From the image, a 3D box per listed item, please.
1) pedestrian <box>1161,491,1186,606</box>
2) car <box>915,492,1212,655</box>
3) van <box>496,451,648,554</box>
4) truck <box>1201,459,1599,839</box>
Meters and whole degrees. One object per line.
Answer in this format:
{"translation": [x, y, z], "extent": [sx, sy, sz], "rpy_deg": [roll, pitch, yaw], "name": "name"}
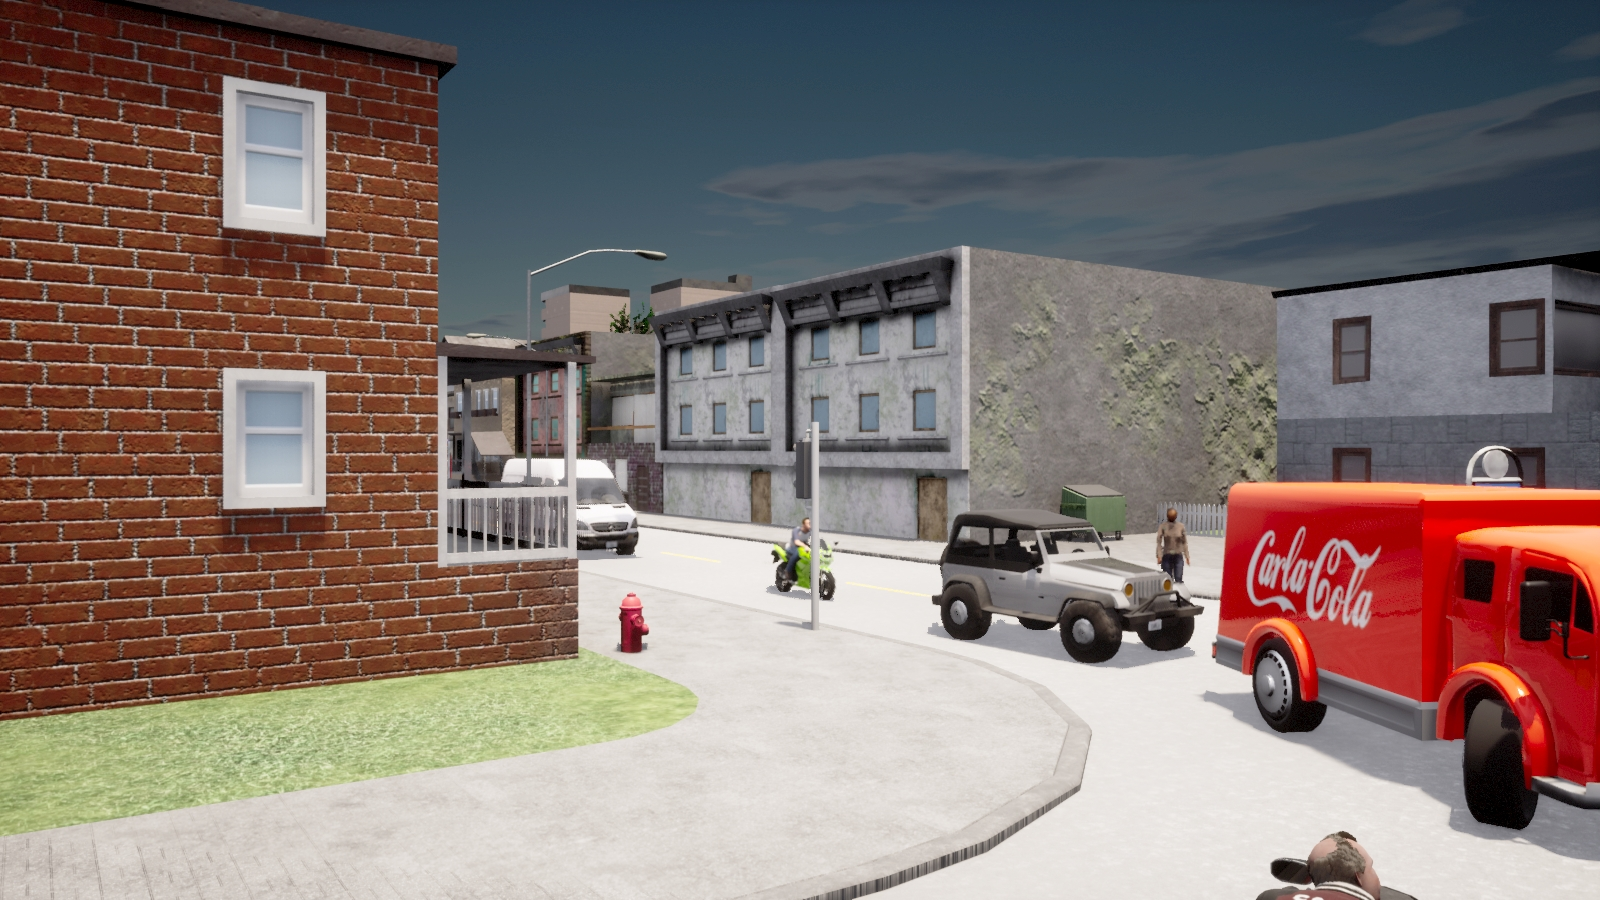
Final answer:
{"translation": [6.216, 1.628, 19.001], "extent": [0.375, 1.860, 0.375], "rpy_deg": [0, 0, 20], "name": "pedestrian"}
{"translation": [3.678, 1.635, 16.524], "extent": [1.905, 1.878, 3.866], "rpy_deg": [0, 0, -36], "name": "car"}
{"translation": [-6.401, 1.315, 31.461], "extent": [1.988, 2.561, 5.915], "rpy_deg": [0, 0, -34], "name": "van"}
{"translation": [6.072, 1.345, 10.333], "extent": [2.627, 2.467, 5.204], "rpy_deg": [0, 0, -6], "name": "truck"}
